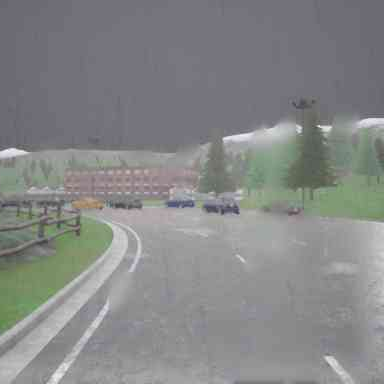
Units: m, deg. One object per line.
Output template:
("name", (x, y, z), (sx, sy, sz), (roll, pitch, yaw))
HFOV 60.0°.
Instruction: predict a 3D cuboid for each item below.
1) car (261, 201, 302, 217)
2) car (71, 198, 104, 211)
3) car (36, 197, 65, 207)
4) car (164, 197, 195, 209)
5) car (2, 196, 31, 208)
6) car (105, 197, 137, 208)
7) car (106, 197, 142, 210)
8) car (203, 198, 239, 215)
("car", (8.418, 1.563, 31.610), (1.994, 1.385, 4.181), (0, 0, -25))
("car", (-13.094, 1.477, 41.504), (5.008, 1.535, 1.882), (0, 0, 38))
("car", (-21.360, 1.525, 50.283), (4.674, 1.442, 1.812), (0, 0, 24))
("car", (-1.782, 1.477, 45.638), (1.882, 1.535, 5.008), (0, 0, -43))
("car", (-25.603, 1.352, 48.256), (4.553, 1.767, 2.097), (0, 0, 20))
("car", (-10.364, 1.504, 48.273), (4.892, 1.490, 1.837), (0, 0, 37))
("car", (-8.320, 1.489, 42.013), (4.902, 1.511, 2.128), (0, 0, 42))
("car", (2.884, 1.355, 34.190), (2.097, 1.767, 4.553), (0, 0, -27))
